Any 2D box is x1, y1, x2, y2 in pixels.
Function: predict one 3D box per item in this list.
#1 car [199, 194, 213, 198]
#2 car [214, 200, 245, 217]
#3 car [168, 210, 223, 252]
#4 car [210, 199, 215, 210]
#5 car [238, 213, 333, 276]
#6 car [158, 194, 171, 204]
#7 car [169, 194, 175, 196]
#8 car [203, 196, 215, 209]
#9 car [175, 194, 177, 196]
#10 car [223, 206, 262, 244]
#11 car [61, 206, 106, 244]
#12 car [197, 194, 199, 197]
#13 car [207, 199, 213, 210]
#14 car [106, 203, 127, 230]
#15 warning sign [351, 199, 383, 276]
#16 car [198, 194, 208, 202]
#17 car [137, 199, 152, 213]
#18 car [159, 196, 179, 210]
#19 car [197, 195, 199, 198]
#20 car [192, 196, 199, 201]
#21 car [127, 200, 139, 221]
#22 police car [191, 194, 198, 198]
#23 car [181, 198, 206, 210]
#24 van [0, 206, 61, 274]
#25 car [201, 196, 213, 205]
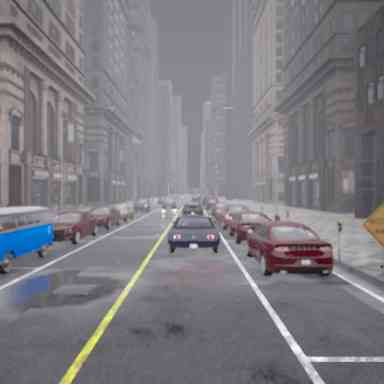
[{"bbox_3d":[2.740,1.442,55.098,2.192,1.841,5.009,0,0,0],"label":"car"},{"bbox_3d":[2.752,1.490,21.487,1.967,1.590,4.097,0,0,0],"label":"car"},{"bbox_3d":[0.077,1.633,14.032,1.895,1.301,4.718,0,0,0],"label":"car"},{"bbox_3d":[2.751,1.588,27.258,1.752,1.417,4.829,0,0,0],"label":"car"},{"bbox_3d":[2.757,1.569,10.282,1.887,1.381,4.507,0,0,0],"label":"car"},{"bbox_3d":[-5.789,1.699,66.292,1.887,1.381,4.507,0,0,0],"label":"car"},{"bbox_3d":[-5.793,1.733,77.497,2.008,1.369,4.403,0,0,0],"label":"car"},{"bbox_3d":[2.745,1.646,43.893,1.887,1.381,4.507,0,0,0],"label":"car"},{"bbox_3d":[-5.798,1.524,88.702,2.192,1.841,5.009,0,0,0],"label":"car"},{"bbox_3d":[2.755,1.581,15.885,1.887,1.381,4.507,0,0,0],"label":"car"},{"bbox_3d":[-5.770,1.581,15.873,1.887,1.381,4.507,0,0,0],"label":"car"},{"bbox_3d":[2.732,1.708,77.674,1.752,1.417,4.829,0,0,0],"label":"car"},{"bbox_3d":[2.749,1.657,32.690,1.802,1.307,4.206,0,0,0],"label":"car"},{"bbox_3d":[-5.772,1.594,21.475,1.887,1.381,4.507,0,0,0],"label":"car"},{"bbox_3d":[5.069,1.136,8.699,1.300,1.860,1.060,0,0,0],"label":"warning sign"},{"bbox_3d":[2.729,1.511,83.107,2.192,1.841,5.009,0,0,0],"label":"car"},{"bbox_3d":[-5.779,1.528,38.282,1.967,1.590,4.097,0,0,0],"label":"car"},{"bbox_3d":[-3.103,1.631,45.977,1.812,1.442,4.674,0,0,0],"label":"car"},{"bbox_3d":[2.734,1.719,71.902,2.008,1.369,4.403,0,0,0],"label":"car"},{"bbox_3d":[0.868,1.715,88.701,1.837,1.490,4.892,0,0,0],"label":"car"},{"bbox_3d":[-5.774,1.587,26.907,1.752,1.417,4.829,0,0,0],"label":"car"},{"bbox_3d":[0.872,1.611,78.811,1.930,1.638,5.238,0,0,0],"label":"police car"},{"bbox_3d":[0.076,1.576,30.803,1.837,1.490,4.892,0,0,0],"label":"car"},{"bbox_3d":[-5.769,1.365,10.271,1.690,1.788,3.998,0,0,0],"label":"van"},{"bbox_3d":[2.738,1.581,60.699,1.967,1.590,4.097,0,0,0],"label":"car"}]
